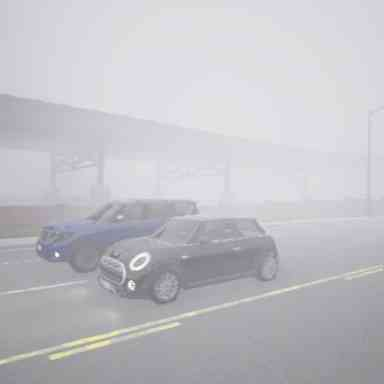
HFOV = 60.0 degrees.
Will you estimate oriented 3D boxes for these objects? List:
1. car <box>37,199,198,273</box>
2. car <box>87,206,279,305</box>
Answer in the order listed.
[{"bbox_3d":[-2.080,1.251,11.100,5.566,2.045,2.150,0,0,-35],"label":"car"},{"bbox_3d":[0.048,1.382,8.305,4.553,1.767,2.097,0,0,-35],"label":"car"}]
